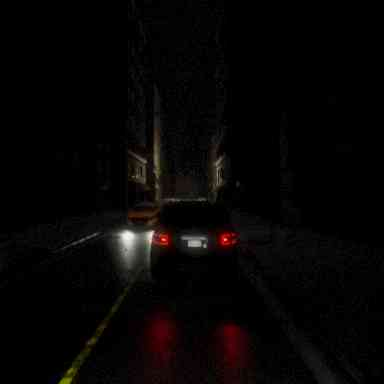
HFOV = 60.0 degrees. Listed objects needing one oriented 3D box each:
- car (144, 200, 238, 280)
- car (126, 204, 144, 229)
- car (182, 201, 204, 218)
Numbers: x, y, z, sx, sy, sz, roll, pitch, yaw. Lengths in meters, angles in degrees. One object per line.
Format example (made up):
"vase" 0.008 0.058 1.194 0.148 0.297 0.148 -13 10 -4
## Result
"car" 0.062 1.249 10.173 2.150 2.045 5.566 0 0 0
"car" -3.120 1.529 22.324 1.882 1.535 5.008 0 0 0
"car" 0.069 1.618 32.801 2.033 1.411 5.357 0 0 0
